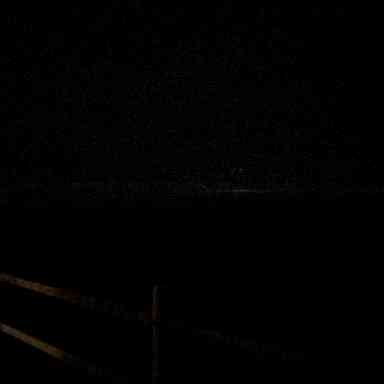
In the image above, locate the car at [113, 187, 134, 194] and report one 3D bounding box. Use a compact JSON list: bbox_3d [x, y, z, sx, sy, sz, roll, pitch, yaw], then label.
[{"bbox_3d":[-14.467,-0.292,70.180,1.837,1.490,4.892,-1,1,35],"label":"car"}]
